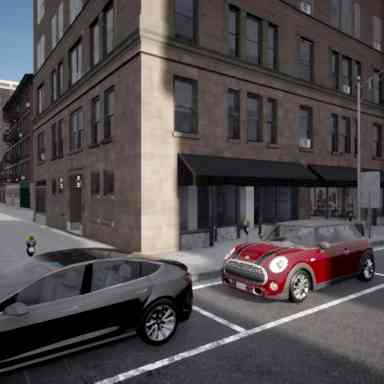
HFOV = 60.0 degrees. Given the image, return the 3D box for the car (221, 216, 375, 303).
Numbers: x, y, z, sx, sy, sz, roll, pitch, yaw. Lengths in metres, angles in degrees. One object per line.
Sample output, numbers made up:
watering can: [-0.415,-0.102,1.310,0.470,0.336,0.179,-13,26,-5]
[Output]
car: [2.639,1.438,8.121,4.097,1.590,1.967,0,0,-36]

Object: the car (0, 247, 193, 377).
car: [-1.964,1.566,4.790,4.313,1.339,1.947,0,0,-36]
